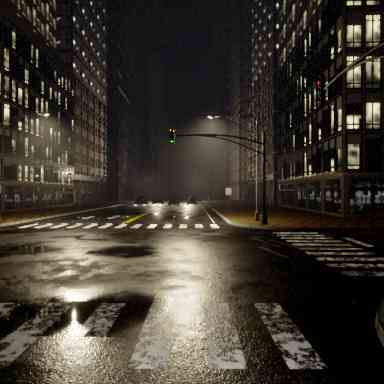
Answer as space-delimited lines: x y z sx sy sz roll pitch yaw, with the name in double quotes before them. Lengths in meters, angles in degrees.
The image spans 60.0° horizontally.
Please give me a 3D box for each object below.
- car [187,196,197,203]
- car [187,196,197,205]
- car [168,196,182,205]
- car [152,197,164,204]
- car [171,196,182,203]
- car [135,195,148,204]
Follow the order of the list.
"car" 0.001 1.583 70.523 1.895 1.301 4.718 0 0 0
"car" 0.001 1.648 60.075 2.033 1.411 5.357 0 0 0
"car" -3.249 1.647 59.658 2.033 1.411 5.357 0 0 0
"car" -6.499 1.680 64.243 1.994 1.385 4.181 0 0 0
"car" -3.249 1.523 70.077 1.994 1.385 4.181 0 0 0
"car" -9.749 1.468 64.274 2.097 1.767 4.553 0 0 0
